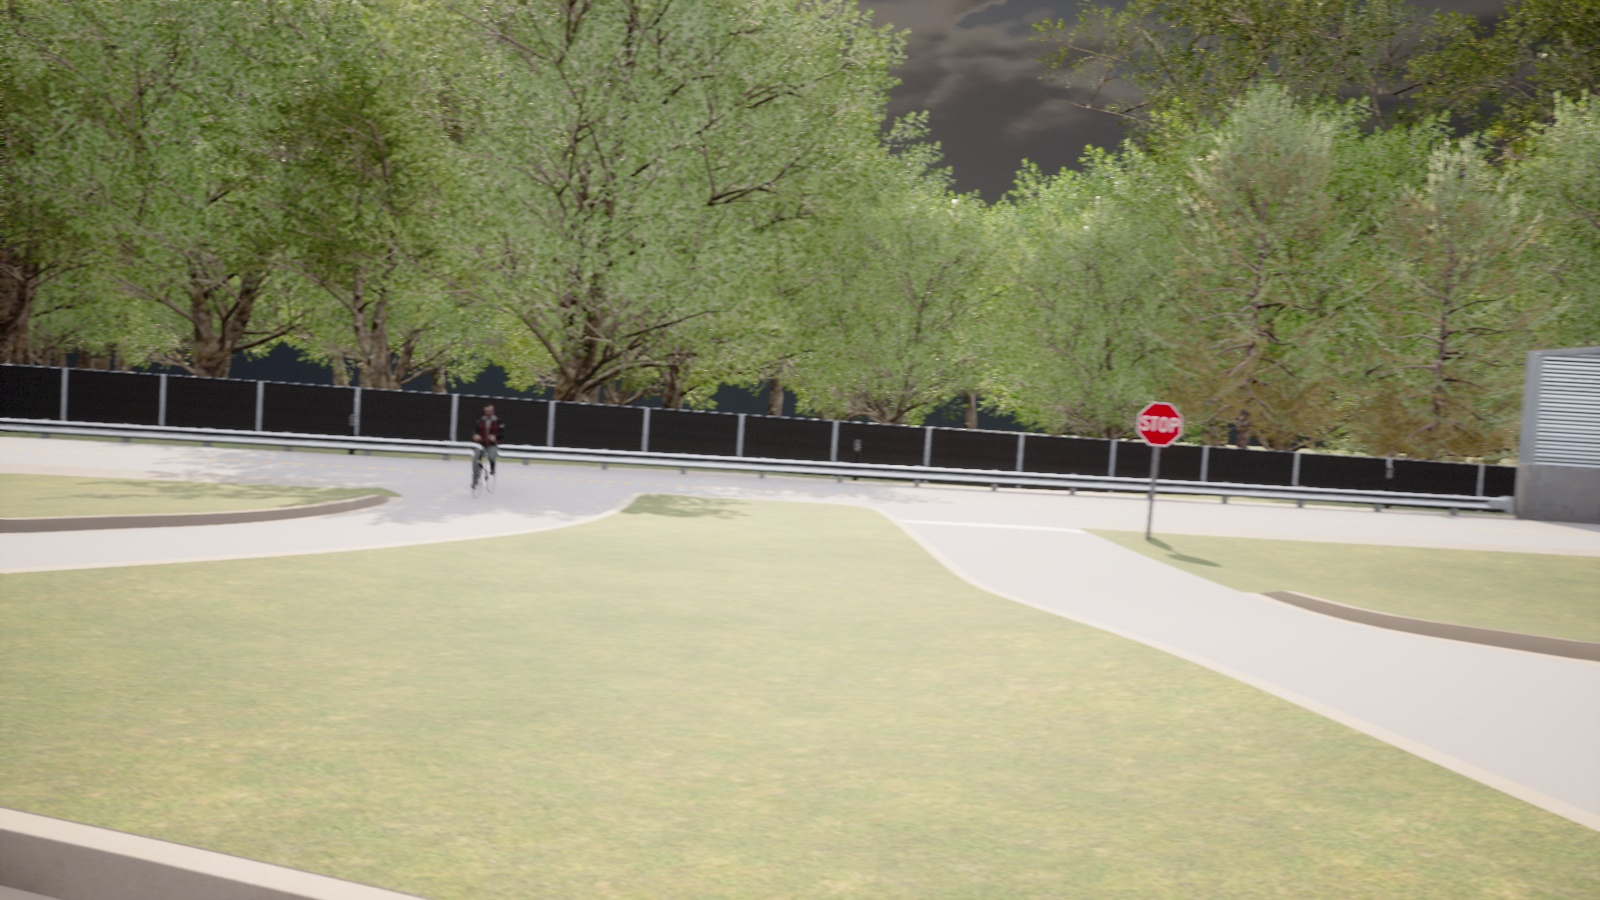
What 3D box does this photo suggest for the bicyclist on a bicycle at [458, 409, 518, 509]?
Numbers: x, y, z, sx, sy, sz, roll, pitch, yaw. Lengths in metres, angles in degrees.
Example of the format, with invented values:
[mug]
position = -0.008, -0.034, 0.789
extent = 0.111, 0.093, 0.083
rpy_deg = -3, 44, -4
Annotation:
[bicyclist on a bicycle]
position = -5.905, 0.136, 23.828
extent = 0.659, 1.776, 1.843
rpy_deg = 2, 3, -1
